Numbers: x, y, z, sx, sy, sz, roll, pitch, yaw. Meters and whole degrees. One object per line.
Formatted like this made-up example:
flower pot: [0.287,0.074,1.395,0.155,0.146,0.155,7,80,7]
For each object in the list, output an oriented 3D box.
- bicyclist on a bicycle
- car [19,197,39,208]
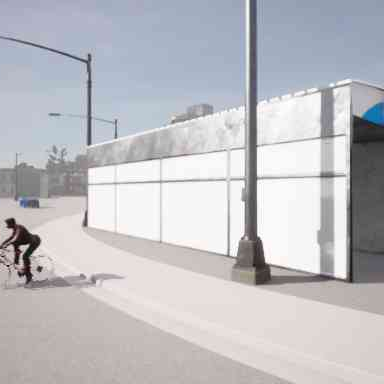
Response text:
bicyclist on a bicycle: [-4.107,1.420,7.848,1.656,1.620,0.582,0,0,-38]
car: [-22.566,1.418,46.095,1.882,1.535,5.008,0,0,-35]
